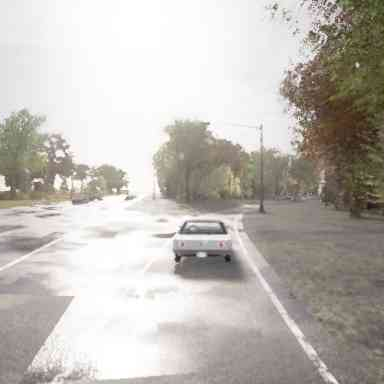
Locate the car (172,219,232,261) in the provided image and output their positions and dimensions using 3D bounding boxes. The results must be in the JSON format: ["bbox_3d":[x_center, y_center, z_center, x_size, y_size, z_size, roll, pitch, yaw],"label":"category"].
[{"bbox_3d":[0.448,1.638,12.357,1.895,1.301,4.718,0,0,4],"label":"car"}]

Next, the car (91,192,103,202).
[{"bbox_3d":[-20.382,0.968,70.830,2.150,2.045,5.566,0,0,-6],"label":"car"}]

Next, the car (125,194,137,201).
[{"bbox_3d":[-14.683,1.287,78.264,2.033,1.411,5.357,0,0,-6],"label":"car"}]

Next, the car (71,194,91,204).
[{"bbox_3d":[-18.662,1.242,55.312,1.882,1.535,5.008,0,0,-6],"label":"car"}]
